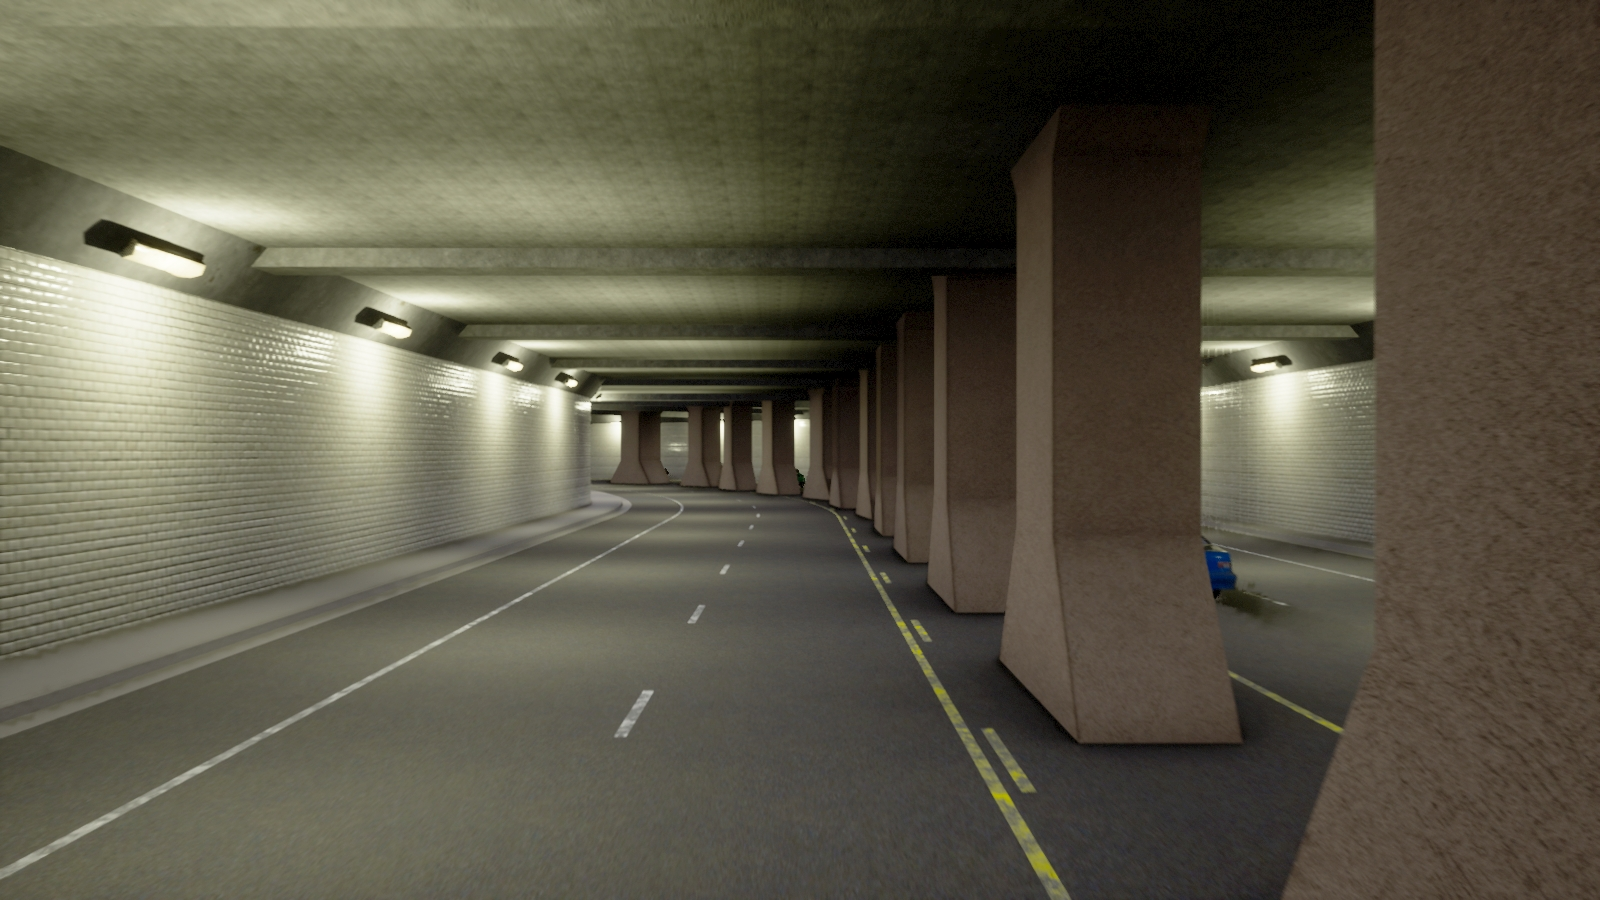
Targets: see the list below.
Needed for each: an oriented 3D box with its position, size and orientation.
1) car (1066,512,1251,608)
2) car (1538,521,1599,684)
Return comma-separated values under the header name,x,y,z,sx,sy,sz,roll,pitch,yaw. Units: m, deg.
name,x,y,z,sx,sy,sz,roll,pitch,yaw
car,6.994,2.106,22.968,2.033,1.411,5.357,0,0,0
car,10.495,1.857,12.847,1.905,1.878,3.866,0,0,0
